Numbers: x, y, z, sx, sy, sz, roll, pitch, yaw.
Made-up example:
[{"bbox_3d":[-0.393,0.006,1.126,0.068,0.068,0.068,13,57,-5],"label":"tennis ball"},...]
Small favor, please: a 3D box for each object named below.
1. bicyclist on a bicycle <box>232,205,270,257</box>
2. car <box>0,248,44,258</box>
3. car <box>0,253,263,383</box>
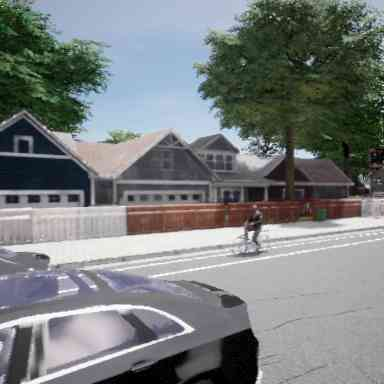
[{"bbox_3d":[2.081,1.353,11.690,1.843,1.776,0.659,0,0,-34],"label":"bicyclist on a bicycle"},{"bbox_3d":[-4.435,1.487,4.499,4.902,1.511,2.128,0,0,-35],"label":"car"},{"bbox_3d":[-1.609,1.489,2.523,4.902,1.511,2.128,0,0,-35],"label":"car"}]
